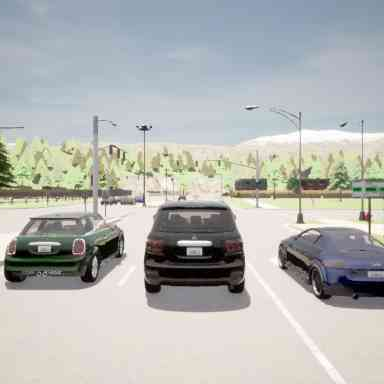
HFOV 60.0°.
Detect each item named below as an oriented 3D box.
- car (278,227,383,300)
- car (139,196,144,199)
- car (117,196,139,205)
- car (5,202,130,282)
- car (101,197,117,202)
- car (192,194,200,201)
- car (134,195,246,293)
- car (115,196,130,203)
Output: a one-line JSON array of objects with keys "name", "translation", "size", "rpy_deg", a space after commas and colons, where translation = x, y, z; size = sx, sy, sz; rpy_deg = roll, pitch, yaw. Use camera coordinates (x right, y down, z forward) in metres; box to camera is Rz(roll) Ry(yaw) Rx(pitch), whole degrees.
[{"name": "car", "translation": [3.572, 1.564, 8.444], "size": [1.994, 1.385, 4.181], "rpy_deg": [0, 0, 0]}, {"name": "car", "translation": [-10.743, 1.478, 66.244], "size": [1.882, 1.535, 5.008], "rpy_deg": [0, 0, 1]}, {"name": "car", "translation": [-10.948, 1.564, 57.277], "size": [1.994, 1.385, 4.181], "rpy_deg": [0, 0, 1]}, {"name": "car", "translation": [-3.424, 1.352, 9.881], "size": [2.097, 1.767, 4.553], "rpy_deg": [0, 0, 0]}, {"name": "car", "translation": [-14.430, 1.547, 58.154], "size": [2.033, 1.411, 5.357], "rpy_deg": [0, 0, 1]}, {"name": "car", "translation": [1.060, 1.311, 83.335], "size": [1.882, 1.535, 5.008], "rpy_deg": [0, 0, 1]}, {"name": "car", "translation": [0.069, 1.221, 8.988], "size": [2.150, 2.045, 5.566], "rpy_deg": [0, 0, 0]}, {"name": "car", "translation": [-14.188, 1.540, 68.210], "size": [2.033, 1.411, 5.357], "rpy_deg": [0, 0, 1]}]
